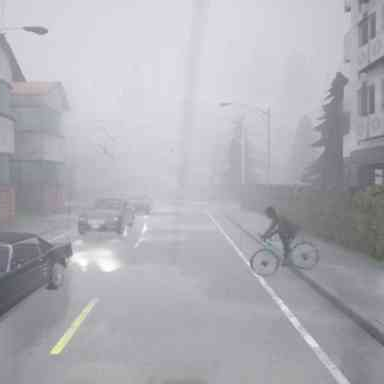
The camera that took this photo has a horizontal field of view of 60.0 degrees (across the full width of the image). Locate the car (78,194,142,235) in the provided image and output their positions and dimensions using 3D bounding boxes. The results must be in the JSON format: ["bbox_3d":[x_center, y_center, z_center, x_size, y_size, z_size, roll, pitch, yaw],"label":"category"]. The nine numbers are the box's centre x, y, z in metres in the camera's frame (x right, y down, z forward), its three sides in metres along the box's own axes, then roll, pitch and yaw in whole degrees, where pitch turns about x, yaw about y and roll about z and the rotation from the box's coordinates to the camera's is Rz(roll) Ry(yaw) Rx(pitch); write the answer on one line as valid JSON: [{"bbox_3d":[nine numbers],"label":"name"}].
[{"bbox_3d":[-3.923,1.065,15.814,2.128,1.511,4.902,0,1,-1],"label":"car"}]

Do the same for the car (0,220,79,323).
[{"bbox_3d":[-3.696,1.450,5.655,1.895,1.301,4.718,0,2,-1],"label":"car"}]

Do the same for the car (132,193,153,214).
[{"bbox_3d":[-4.082,0.844,25.715,1.837,1.490,4.892,0,2,-1],"label":"car"}]

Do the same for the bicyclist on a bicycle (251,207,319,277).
[{"bbox_3d":[2.122,1.143,7.864,1.656,1.620,0.582,-9,2,-1],"label":"bicyclist on a bicycle"}]
